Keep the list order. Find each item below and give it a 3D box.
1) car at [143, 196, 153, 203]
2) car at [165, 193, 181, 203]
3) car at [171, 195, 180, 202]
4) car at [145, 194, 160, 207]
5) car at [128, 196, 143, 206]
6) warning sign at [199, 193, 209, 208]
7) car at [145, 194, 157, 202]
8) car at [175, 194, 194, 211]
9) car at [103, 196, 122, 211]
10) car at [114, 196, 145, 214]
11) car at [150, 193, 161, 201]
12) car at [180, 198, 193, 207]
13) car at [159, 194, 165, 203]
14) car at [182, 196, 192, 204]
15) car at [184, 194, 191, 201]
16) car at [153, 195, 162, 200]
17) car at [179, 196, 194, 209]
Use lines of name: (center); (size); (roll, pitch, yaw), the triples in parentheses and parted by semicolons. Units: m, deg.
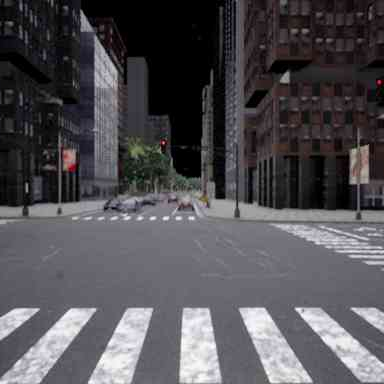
car: (-9.519, 1.562, 72.036); (1.802, 1.307, 4.206); (0, 0, -1)
car: (-3.701, 1.325, 66.084); (2.097, 1.767, 4.553); (0, 0, -1)
car: (-3.790, 1.470, 76.122); (1.812, 1.442, 4.674); (0, 0, -1)
car: (-6.651, 1.506, 51.821); (2.033, 1.411, 5.357); (0, 0, 0)
car: (-9.372, 1.487, 55.589); (1.752, 1.417, 4.829); (0, 0, -1)
warning sign: (1.574, 1.067, 43.245); (1.300, 1.860, 1.060); (0, 0, -1)
car: (-9.569, 1.302, 77.462); (2.192, 1.841, 5.009); (0, 0, -1)
car: (-0.704, 1.390, 39.555); (1.967, 1.590, 4.097); (0, 0, -1)
car: (-9.229, 1.515, 39.481); (1.947, 1.339, 4.313); (0, 0, -1)
car: (-6.530, 1.472, 35.118); (1.812, 1.442, 4.674); (0, 0, 0)
car: (-9.666, 1.318, 88.314); (2.192, 1.841, 5.009); (0, 0, -1)
car: (-0.801, 1.540, 50.404); (1.802, 1.307, 4.206); (0, 0, -1)
car: (-6.718, 1.547, 67.611); (1.994, 1.385, 4.181); (0, 0, 0)
car: (-0.898, 1.512, 61.254); (1.887, 1.381, 4.507); (0, 0, -1)
car: (-1.140, 1.443, 88.378); (1.967, 1.590, 4.097); (0, 0, -1)
car: (-9.713, 1.557, 93.739); (1.887, 1.381, 4.507); (0, 0, -1)
car: (-0.753, 1.394, 44.980); (1.967, 1.590, 4.097); (0, 0, -1)
